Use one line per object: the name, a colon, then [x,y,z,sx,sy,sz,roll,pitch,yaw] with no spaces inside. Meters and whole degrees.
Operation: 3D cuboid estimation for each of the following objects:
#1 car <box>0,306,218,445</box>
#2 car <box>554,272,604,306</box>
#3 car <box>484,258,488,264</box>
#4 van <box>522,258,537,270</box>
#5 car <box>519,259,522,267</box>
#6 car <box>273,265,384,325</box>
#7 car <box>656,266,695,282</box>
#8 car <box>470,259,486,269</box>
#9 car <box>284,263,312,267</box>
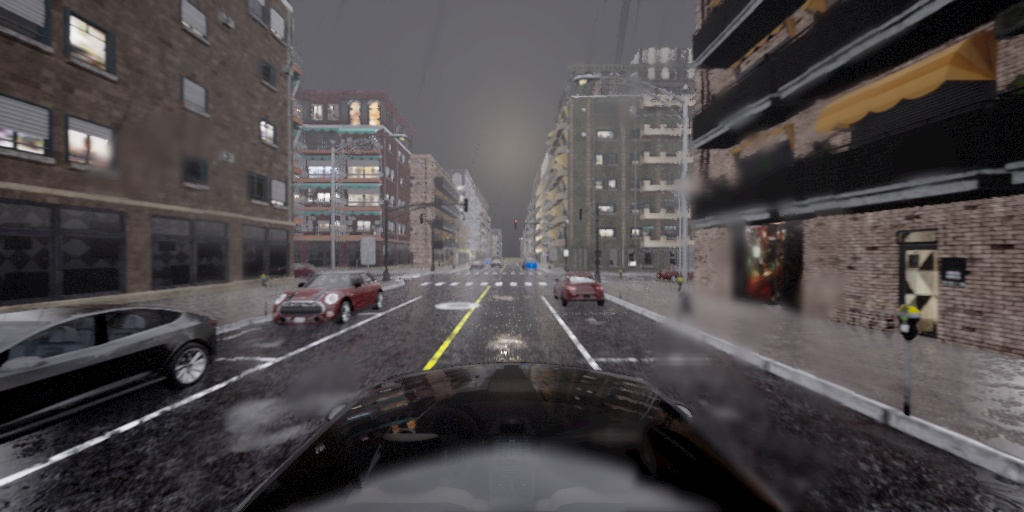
car: [-5.690,1.318,4.160,1.948,1.339,4.313,0,0,0]
car: [2.799,1.346,15.452,1.802,1.307,4.207,0,0,0]
car: [-5.832,1.461,64.421,1.948,1.339,4.313,0,0,0]
van: [2.822,1.195,53.352,1.690,1.789,3.998,0,0,0]
car: [2.734,1.188,58.848,2.192,1.841,5.009,0,0,0]
car: [-5.732,1.199,11.671,1.967,1.591,4.097,0,0,0]
car: [14.713,1.540,30.575,4.507,1.381,1.888,0,0,0]
car: [-5.833,1.456,58.899,1.802,1.307,4.207,0,0,0]
car: [-17.739,1.257,30.638,4.207,1.307,1.802,0,0,0]
